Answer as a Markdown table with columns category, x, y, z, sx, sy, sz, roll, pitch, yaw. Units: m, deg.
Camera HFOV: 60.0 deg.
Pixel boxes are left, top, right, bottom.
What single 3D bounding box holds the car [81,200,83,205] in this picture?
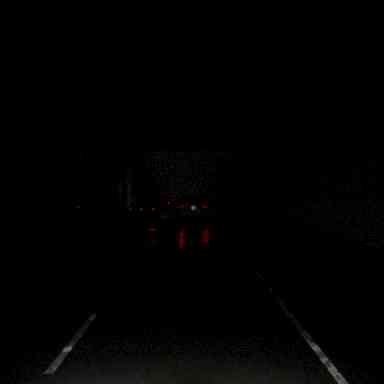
| category | x | y | z | sx | sy | sz | roll | pitch | yaw |
| --- | --- | --- | --- | --- | --- | --- | --- | --- | --- |
| car | -14.095 | 1.225 | 47.002 | 1.837 | 1.490 | 4.892 | 0 | 0 | 0 |

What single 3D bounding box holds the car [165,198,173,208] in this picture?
| category | x | y | z | sx | sy | sz | roll | pitch | yaw |
| --- | --- | --- | --- | --- | --- | --- | --- | --- | --- |
| car | -3.415 | 1.348 | 42.034 | 1.895 | 1.301 | 4.718 | 0 | 0 | 0 |

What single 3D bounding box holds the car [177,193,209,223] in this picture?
| category | x | y | z | sx | sy | sz | roll | pitch | yaw |
| --- | --- | --- | --- | --- | --- | --- | --- | --- | --- |
| car | 0.091 | 1.075 | 24.256 | 2.150 | 2.045 | 5.566 | 0 | 0 | 0 |

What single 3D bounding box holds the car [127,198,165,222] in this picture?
| category | x | y | z | sx | sy | sz | roll | pitch | yaw |
| --- | --- | --- | --- | --- | --- | --- | --- | --- | --- |
| car | -3.409 | 1.203 | 24.655 | 2.097 | 1.767 | 4.553 | 0 | 0 | 0 |

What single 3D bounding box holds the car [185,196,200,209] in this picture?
| category | x | y | z | sx | sy | sz | roll | pitch | yaw |
| --- | --- | --- | --- | --- | --- | --- | --- | --- | --- |
| car | 0.083 | 1.269 | 42.615 | 1.812 | 1.442 | 4.674 | 0 | 0 | 0 |
